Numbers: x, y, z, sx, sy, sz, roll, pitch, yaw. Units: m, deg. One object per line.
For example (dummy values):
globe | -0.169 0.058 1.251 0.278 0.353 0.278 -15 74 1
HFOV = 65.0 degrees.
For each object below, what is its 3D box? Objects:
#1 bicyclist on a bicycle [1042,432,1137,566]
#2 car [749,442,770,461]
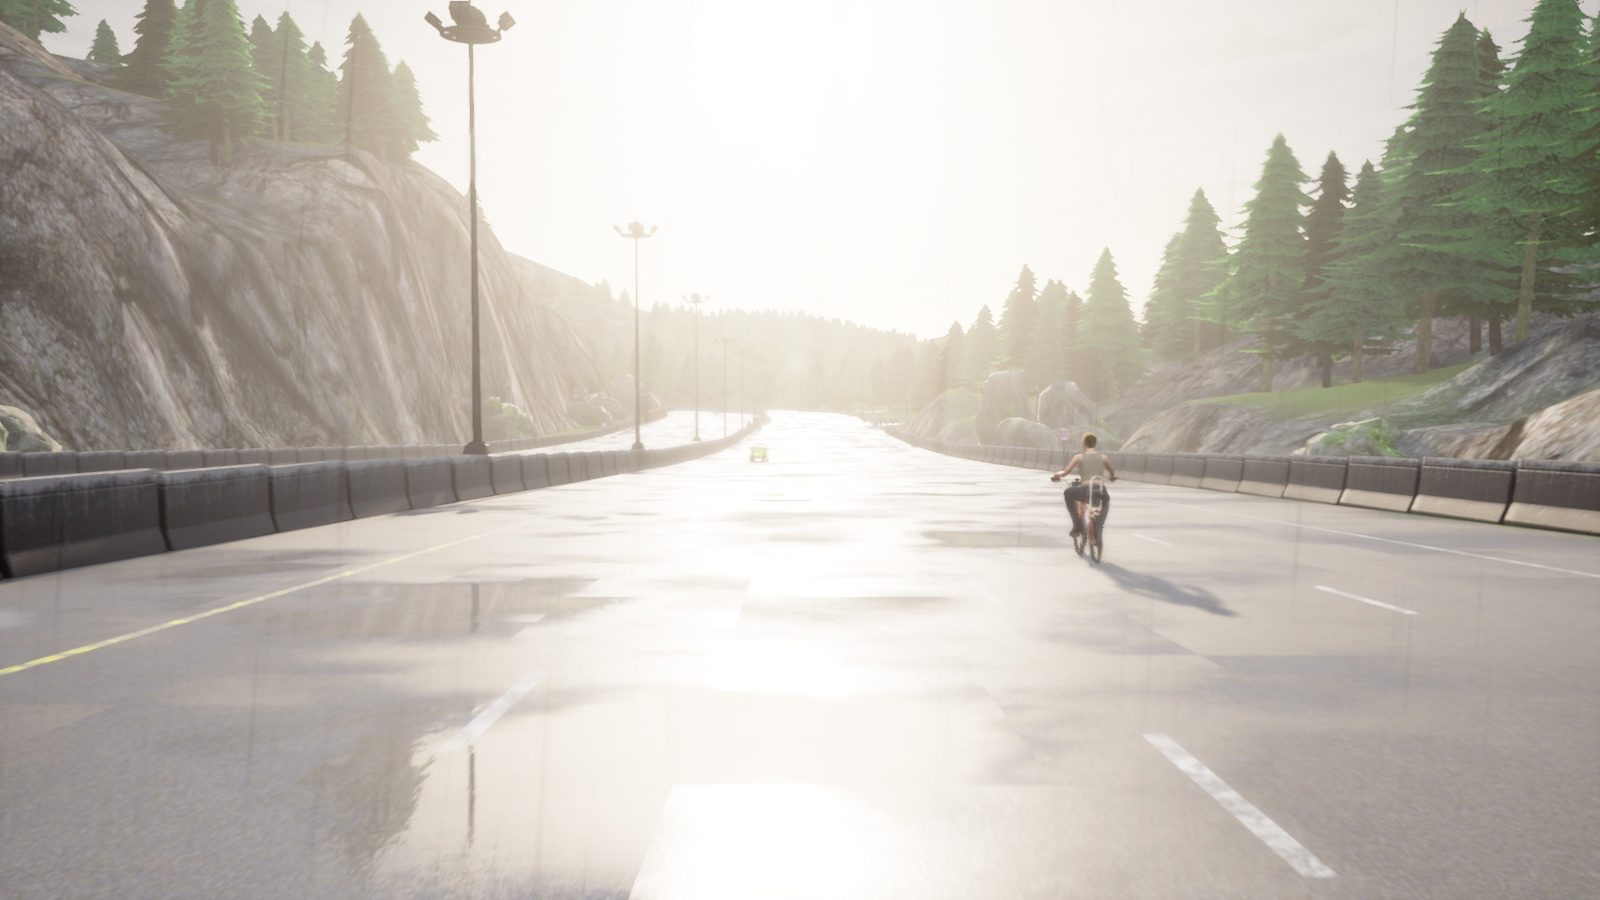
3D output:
bicyclist on a bicycle | 3.627 0.589 15.869 0.866 1.612 1.509 0 0 0
car | -2.964 0.112 91.732 1.481 1.376 2.207 0 1 0
